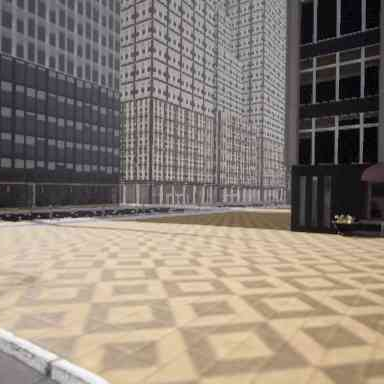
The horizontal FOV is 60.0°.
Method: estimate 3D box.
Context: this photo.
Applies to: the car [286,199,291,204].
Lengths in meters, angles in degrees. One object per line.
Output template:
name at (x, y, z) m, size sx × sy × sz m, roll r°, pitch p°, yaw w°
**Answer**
car at (25.738, 2.431, 85.471) m, size 1.812 × 1.442 × 4.674 m, roll 1°, pitch 0°, yaw 35°
